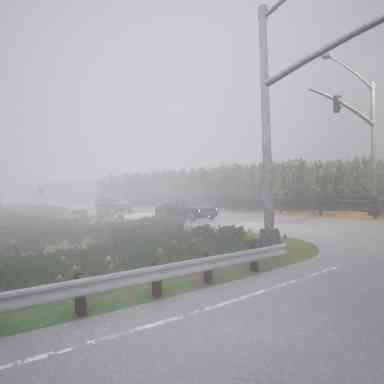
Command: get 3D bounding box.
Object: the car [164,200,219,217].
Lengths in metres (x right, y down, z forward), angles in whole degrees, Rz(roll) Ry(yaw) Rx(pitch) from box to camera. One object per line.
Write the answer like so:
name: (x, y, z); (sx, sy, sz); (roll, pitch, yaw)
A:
car: (-0.404, 1.185, 21.994); (1.895, 1.301, 4.718); (-3, 2, -41)

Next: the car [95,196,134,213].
car: (-7.070, 1.128, 29.795); (1.837, 1.490, 4.892); (-3, 2, -40)
